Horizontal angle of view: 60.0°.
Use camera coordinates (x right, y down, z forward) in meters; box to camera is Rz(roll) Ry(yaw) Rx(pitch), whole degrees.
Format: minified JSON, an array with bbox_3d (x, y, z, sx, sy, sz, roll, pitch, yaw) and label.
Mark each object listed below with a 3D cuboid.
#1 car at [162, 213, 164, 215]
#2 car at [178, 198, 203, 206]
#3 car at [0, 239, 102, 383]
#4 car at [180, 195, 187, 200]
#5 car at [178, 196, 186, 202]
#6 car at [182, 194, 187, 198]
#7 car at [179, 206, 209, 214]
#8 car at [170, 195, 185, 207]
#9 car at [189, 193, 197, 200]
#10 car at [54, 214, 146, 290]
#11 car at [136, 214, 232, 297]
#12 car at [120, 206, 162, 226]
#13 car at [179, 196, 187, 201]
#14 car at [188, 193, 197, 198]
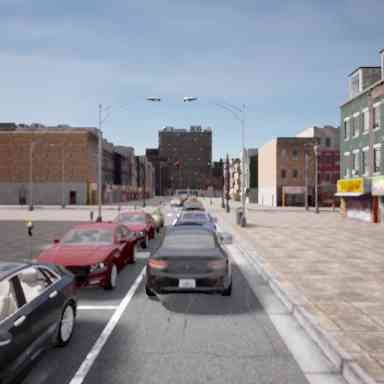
[{"bbox_3d":[-2.588,1.523,19.917,1.752,1.417,4.829,0,0,0],"label":"car"},{"bbox_3d":[0.174,1.508,26.628,1.837,1.490,4.892,0,0,2],"label":"car"},{"bbox_3d":[-2.626,1.549,3.605,2.008,1.369,4.403,0,0,0],"label":"car"},{"bbox_3d":[-2.408,1.594,95.597,1.967,1.590,4.097,0,0,0],"label":"car"},{"bbox_3d":[-2.448,1.630,79.094,1.752,1.417,4.829,0,0,0],"label":"car"},{"bbox_3d":[-2.498,1.364,57.488,2.192,1.841,5.009,0,0,0],"label":"car"},{"bbox_3d":[0.132,1.597,16.327,1.895,1.301,4.718,0,0,0],"label":"car"},{"bbox_3d":[-2.512,1.563,51.875,1.752,1.417,4.829,0,0,0],"label":"car"},{"bbox_3d":[0.219,1.202,92.571,2.150,2.045,5.566,0,0,0],"label":"car"},{"bbox_3d":[-2.613,1.541,9.099,1.887,1.381,4.507,0,0,0],"label":"car"},{"bbox_3d":[-0.043,1.522,8.443,1.812,1.442,4.674,0,0,1],"label":"car"},{"bbox_3d":[-2.600,1.541,14.594,1.887,1.381,4.507,0,0,0],"label":"car"},{"bbox_3d":[-2.422,1.683,90.153,1.887,1.381,4.507,0,0,0],"label":"car"},{"bbox_3d":[0.195,1.463,82.508,2.097,1.767,4.553,0,0,0],"label":"car"}]
